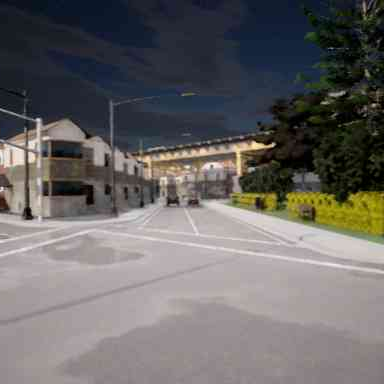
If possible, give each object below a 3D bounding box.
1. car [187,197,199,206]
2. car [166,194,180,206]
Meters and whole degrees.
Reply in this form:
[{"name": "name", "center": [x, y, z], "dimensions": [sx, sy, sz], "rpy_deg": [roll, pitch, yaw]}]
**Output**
[{"name": "car", "center": [0.201, 1.588, 58.275], "dimensions": [1.882, 1.535, 5.008], "rpy_deg": [-1, 0, -3]}, {"name": "car", "center": [-3.300, 1.394, 58.145], "dimensions": [2.150, 2.045, 5.566], "rpy_deg": [-1, 0, -3]}]
